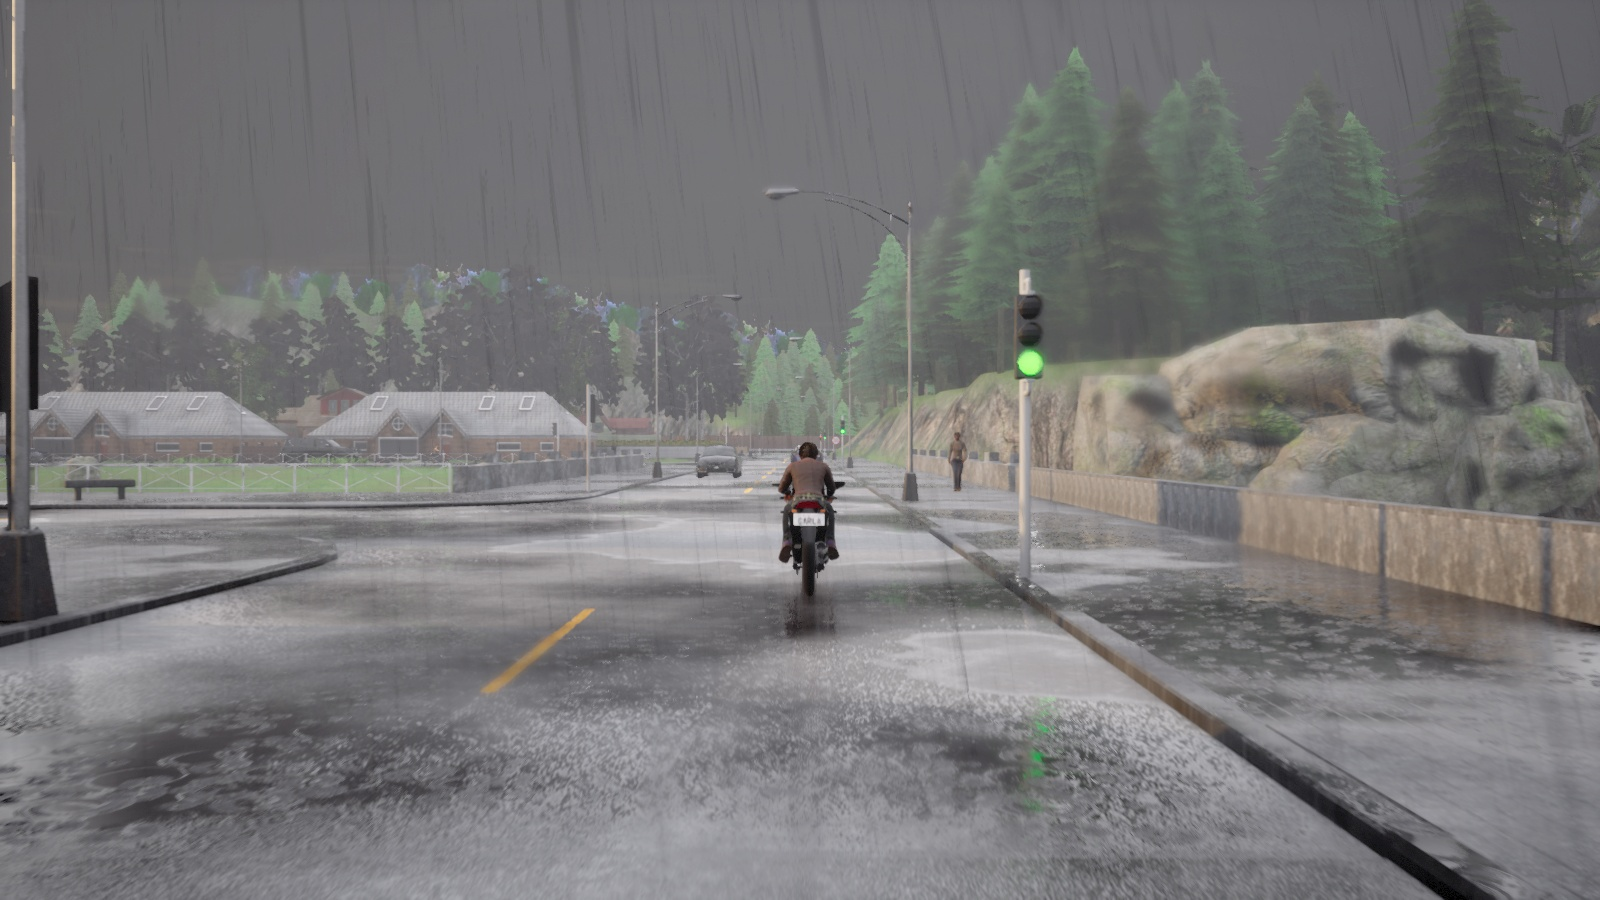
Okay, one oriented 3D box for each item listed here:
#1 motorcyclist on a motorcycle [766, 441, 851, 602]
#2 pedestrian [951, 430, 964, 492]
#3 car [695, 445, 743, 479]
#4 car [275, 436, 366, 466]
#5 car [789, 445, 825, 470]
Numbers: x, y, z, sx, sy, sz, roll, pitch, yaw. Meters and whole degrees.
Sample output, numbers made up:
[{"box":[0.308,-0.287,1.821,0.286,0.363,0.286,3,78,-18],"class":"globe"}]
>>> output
[{"box":[0.086,0.676,12.919,0.797,1.523,2.044,0,0,0],"class":"motorcyclist on a motorcycle"},{"box":[4.618,0.309,36.823,0.328,1.805,0.869,0,0,9],"class":"pedestrian"},{"box":[-3.675,0.513,57.534,1.837,1.490,4.892,0,0,0],"class":"car"},{"box":[-33.916,0.074,88.902,5.566,2.045,2.150,0,0,0],"class":"car"},{"box":[0.419,0.427,78.068,2.163,1.488,4.792,0,0,0],"class":"car"}]
